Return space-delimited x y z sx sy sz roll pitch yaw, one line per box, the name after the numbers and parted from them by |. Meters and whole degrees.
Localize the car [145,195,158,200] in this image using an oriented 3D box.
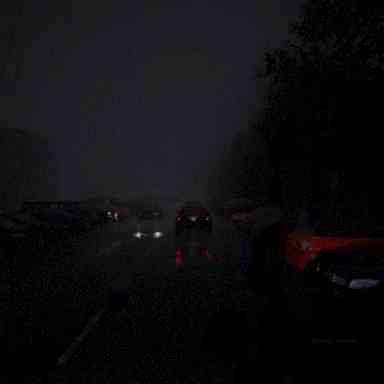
-8.056 1.719 51.052 4.553 1.767 2.185 0 0 0 | car

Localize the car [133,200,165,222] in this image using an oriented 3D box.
-3.619 1.757 29.551 1.882 1.535 5.008 0 -1 0 | car

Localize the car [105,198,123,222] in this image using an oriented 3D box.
-8.096 1.604 26.108 4.553 1.767 2.185 0 0 0 | car

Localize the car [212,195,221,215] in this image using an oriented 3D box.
4.982 1.525 31.600 5.566 2.045 2.435 0 -1 0 | car

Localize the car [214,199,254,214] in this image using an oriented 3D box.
5.034 1.720 40.077 4.553 1.767 2.185 0 0 0 | car

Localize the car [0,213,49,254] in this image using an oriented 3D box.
-8.049 1.642 12.064 4.674 1.452 2.002 0 -1 0 | car

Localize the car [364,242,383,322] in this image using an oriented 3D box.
5.031 1.519 3.750 5.008 1.535 2.097 0 -1 0 | car

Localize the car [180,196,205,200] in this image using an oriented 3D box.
0.065 1.655 36.836 2.097 1.767 4.553 0 1 0 | car

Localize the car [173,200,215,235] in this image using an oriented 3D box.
0.081 1.551 20.514 2.097 1.767 4.553 0 -1 0 | car

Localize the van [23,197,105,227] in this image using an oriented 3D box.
-7.943 1.453 20.417 4.442 1.987 1.878 0 -1 0 | van

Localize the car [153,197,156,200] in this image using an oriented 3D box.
-8.082 1.897 48.265 4.674 1.452 2.002 0 0 0 | car

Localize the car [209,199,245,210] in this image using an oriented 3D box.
5.000 1.855 48.447 5.008 1.535 2.097 0 0 0 | car

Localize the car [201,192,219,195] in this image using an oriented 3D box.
5.157 1.416 73.418 5.366 1.575 1.946 0 2 0 | car

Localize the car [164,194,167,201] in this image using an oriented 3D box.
-8.132 1.617 67.777 4.792 1.488 2.163 0 1 0 | car

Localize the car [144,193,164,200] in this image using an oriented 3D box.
-8.129 1.582 62.193 4.553 1.767 2.185 0 1 0 | car

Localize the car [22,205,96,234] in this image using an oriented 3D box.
-8.051 1.653 17.632 5.008 1.535 2.097 0 -1 0 | car

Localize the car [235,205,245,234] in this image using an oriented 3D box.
5.030 1.653 17.673 4.892 1.521 2.231 0 -1 0 | car

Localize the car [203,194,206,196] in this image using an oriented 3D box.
4.976 1.703 62.389 5.008 1.535 2.097 0 1 0 | car

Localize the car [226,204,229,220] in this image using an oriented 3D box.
5.021 1.743 23.243 4.674 1.452 2.002 0 -1 0 | car

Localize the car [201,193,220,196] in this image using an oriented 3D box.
5.160 1.504 70.623 5.366 1.575 1.946 0 2 0 | car

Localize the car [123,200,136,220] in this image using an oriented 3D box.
-7.882 1.750 28.765 5.366 1.575 1.946 0 -1 0 | car

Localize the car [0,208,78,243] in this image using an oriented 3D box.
-8.059 1.627 14.849 5.008 1.535 2.097 0 -1 0 | car

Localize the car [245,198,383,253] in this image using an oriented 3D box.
5.000 1.350 12.106 5.566 2.045 2.435 0 -1 0 | car

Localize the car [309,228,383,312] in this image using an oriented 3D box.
5.036 1.587 6.534 4.674 1.452 2.002 0 -1 0 | car

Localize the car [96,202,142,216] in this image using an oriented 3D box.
-8.077 1.866 37.114 4.674 1.452 2.002 0 -1 0 | car

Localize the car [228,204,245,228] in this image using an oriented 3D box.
5.026 1.678 20.459 5.008 1.535 2.097 0 -1 0 | car

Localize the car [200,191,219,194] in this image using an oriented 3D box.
4.966 1.137 81.902 4.674 1.452 2.002 0 2 0 | car

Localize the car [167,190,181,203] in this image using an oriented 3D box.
-3.565 1.259 70.265 2.150 2.045 5.566 0 1 0 | car

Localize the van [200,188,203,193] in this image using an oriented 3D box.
4.835 0.764 84.563 4.442 1.987 1.878 -1 2 0 | van

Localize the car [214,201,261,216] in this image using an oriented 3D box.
5.000 1.826 37.291 5.008 1.535 2.097 0 0 0 | car

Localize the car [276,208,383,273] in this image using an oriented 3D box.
5.000 1.448 9.320 4.553 1.767 2.185 0 -1 0 | car

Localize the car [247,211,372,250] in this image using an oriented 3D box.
5.054 1.656 14.891 4.792 1.488 2.163 0 -1 0 | car

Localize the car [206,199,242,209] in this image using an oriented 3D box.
4.807 1.839 51.236 5.366 1.575 1.946 0 0 0 | car

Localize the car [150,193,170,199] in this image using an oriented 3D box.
-8.148 1.021 84.478 4.792 1.488 2.163 0 2 0 | car

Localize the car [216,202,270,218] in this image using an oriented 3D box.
5.193 1.798 34.383 5.366 1.575 1.946 0 -1 0 | car

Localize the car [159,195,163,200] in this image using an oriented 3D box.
-8.125 1.784 59.408 4.792 1.488 2.163 0 1 0 | car

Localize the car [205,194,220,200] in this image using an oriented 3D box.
5.026 1.609 45.658 5.566 2.045 2.435 0 0 0 | car

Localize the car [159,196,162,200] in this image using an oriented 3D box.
-8.064 1.823 56.621 4.792 1.488 2.163 0 1 0 | car

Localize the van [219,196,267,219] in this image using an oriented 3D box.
4.896 1.526 28.815 4.442 1.987 1.878 0 -1 0 | van

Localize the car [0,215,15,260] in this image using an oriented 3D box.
-8.234 1.571 9.282 5.366 1.575 1.946 0 -1 0 | car

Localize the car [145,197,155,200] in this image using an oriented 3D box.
-8.089 1.861 45.476 5.008 1.535 2.097 0 0 0 | car

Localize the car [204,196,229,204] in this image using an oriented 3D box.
4.947 1.611 67.969 4.792 1.488 2.163 0 2 0 | car

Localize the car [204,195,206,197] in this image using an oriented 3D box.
4.978 1.754 59.471 4.892 1.521 2.231 0 1 0 | car

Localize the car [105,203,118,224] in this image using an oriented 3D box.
-8.056 1.705 23.198 4.892 1.521 2.231 0 -1 0 | car

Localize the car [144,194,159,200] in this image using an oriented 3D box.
-8.059 1.698 53.832 4.553 1.767 2.185 0 0 0 | car

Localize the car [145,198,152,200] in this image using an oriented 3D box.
-8.085 1.857 42.687 5.008 1.535 2.097 0 0 0 | car

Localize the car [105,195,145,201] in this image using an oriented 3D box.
-8.044 1.550 34.333 5.566 2.045 2.435 0 -1 0 | car

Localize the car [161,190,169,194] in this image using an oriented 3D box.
-8.082 1.093 78.907 4.553 1.767 2.185 0 2 0 | car

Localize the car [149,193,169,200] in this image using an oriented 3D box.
-8.087 1.135 81.697 4.792 1.488 2.163 0 2 0 | car
